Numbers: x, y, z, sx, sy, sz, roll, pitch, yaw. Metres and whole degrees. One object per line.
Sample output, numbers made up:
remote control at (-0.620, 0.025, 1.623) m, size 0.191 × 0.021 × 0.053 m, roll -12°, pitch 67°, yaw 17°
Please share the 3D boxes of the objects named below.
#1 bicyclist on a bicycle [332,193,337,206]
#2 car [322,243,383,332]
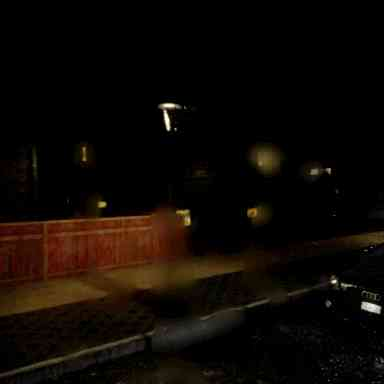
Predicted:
bicyclist on a bicycle at (18.670, 0.981, 43.442) m, size 0.582 × 1.620 × 1.656 m, roll 0°, pitch 3°, yaw 38°
car at (4.302, 1.547, 6.137) m, size 4.181 × 1.385 × 1.994 m, roll 0°, pitch 0°, yaw -35°
